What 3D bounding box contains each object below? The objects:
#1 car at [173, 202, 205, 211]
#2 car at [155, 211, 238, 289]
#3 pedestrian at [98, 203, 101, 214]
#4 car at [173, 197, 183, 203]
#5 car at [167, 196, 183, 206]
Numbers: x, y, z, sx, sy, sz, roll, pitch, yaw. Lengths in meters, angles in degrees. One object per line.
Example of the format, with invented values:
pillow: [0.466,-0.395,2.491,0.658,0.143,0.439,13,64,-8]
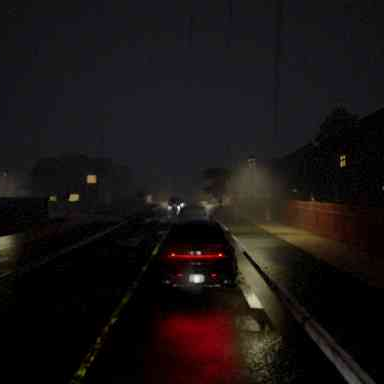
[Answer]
car: [0.059,1.518,19.460,2.033,1.411,5.357,0,0,-1]
car: [0.096,1.485,9.071,1.837,1.490,4.892,0,0,0]
pedestrian: [-9.929,1.397,35.792,0.375,1.860,0.375,0,-2,5]
car: [-2.788,1.635,69.184,1.895,1.301,4.718,0,0,0]
car: [-2.847,1.501,54.167,1.837,1.490,4.892,0,0,0]
